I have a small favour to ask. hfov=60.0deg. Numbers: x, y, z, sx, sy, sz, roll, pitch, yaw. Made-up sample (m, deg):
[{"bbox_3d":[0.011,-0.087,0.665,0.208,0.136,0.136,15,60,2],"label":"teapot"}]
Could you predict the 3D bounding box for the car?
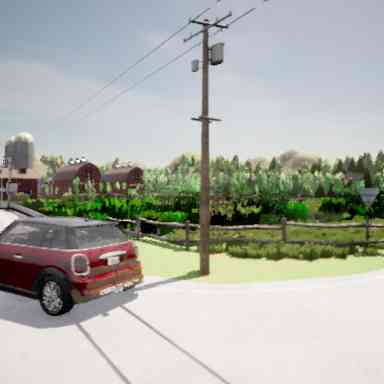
[{"bbox_3d":[-3.387,1.341,7.680,4.553,1.767,2.097,1,0,30],"label":"car"}]
